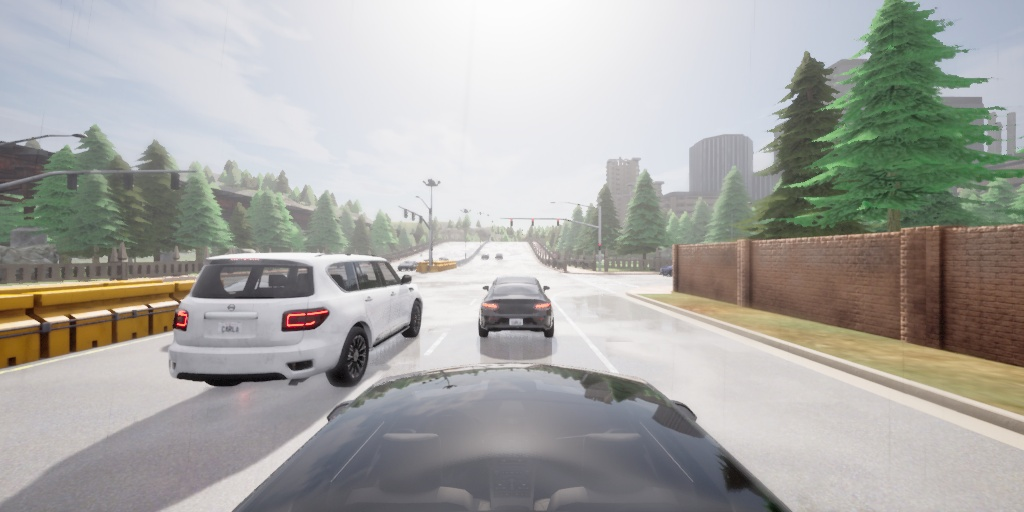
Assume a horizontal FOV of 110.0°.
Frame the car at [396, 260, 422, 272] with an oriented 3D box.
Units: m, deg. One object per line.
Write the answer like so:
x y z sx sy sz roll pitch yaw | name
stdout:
-13.863 1.293 48.578 2.033 1.411 5.357 0 0 0 | car

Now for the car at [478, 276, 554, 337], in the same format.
0.117 1.275 10.127 1.812 1.442 4.674 0 0 1 | car

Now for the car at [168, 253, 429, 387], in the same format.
-3.415 0.971 7.071 2.150 2.045 5.566 0 0 1 | car

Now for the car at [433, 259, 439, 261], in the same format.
-13.804 1.248 58.783 1.837 1.490 4.892 0 1 0 | car

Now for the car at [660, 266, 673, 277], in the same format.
17.056 1.273 35.421 4.674 1.442 1.812 0 0 0 | car
